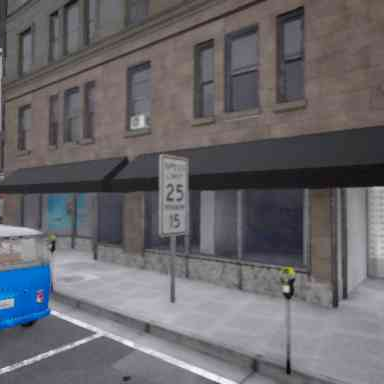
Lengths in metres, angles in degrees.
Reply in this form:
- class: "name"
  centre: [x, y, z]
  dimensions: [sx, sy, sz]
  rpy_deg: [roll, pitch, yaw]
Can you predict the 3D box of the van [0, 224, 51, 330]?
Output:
- class: "van"
  centre: [-4.239, 1.440, 6.076]
  dimensions: [3.998, 1.788, 1.690]
  rpy_deg: [0, -2, 38]
